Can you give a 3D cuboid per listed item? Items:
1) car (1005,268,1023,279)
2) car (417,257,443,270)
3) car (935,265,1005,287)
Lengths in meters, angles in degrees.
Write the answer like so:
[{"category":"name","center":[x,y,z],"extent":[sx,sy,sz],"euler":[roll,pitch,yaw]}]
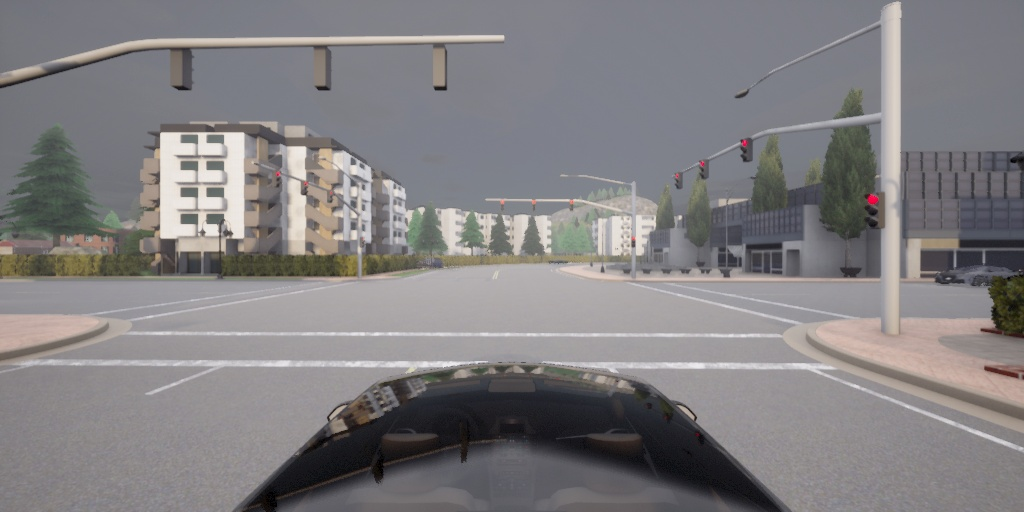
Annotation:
[{"category":"car","center":[31.782,0.958,19.850],"extent":[5.566,2.045,2.150],"euler":[0,0,1]},{"category":"car","center":[-11.103,0.915,48.810],"extent":[2.097,1.767,4.553],"euler":[1,-1,12]},{"category":"car","center":[30.517,1.298,23.383],"extent":[4.181,1.385,1.994],"euler":[0,0,1]}]
